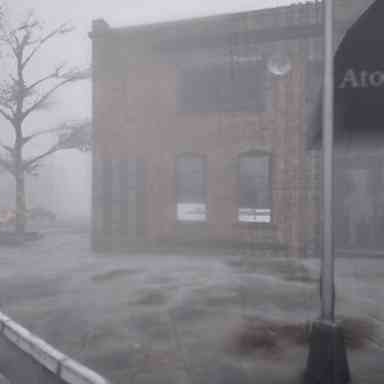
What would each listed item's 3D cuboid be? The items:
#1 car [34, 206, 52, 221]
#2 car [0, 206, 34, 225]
[{"bbox_3d":[-16.385,2.222,34.909,1.837,1.490,4.892,0,-1,3],"label":"car"},{"bbox_3d":[-16.262,2.067,29.496,1.801,1.575,5.366,0,-1,-5],"label":"car"}]
